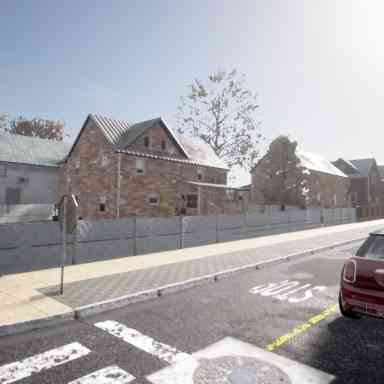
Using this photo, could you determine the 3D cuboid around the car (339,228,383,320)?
[{"bbox_3d":[4.753,1.456,6.720,2.097,1.767,4.553,-2,-2,44],"label":"car"}]
